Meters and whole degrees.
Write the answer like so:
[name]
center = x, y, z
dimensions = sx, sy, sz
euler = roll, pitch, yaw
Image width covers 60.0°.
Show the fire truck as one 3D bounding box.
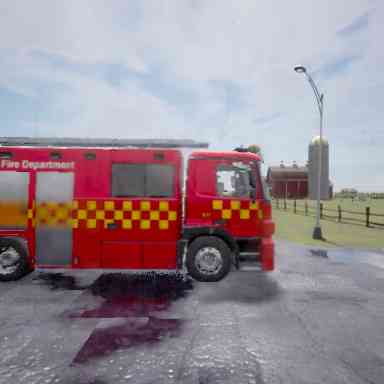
[fire truck]
center = -2.136, 0.370, 9.524
dimensions = 8.468, 3.827, 2.891
euler = 1, 0, 0
